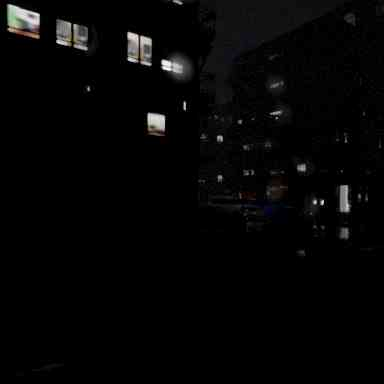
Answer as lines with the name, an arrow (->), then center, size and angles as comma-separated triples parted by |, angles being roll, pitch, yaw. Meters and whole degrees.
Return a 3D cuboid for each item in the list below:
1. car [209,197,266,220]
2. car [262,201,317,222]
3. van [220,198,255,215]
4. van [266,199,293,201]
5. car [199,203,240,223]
car -> 3.656, 1.491, 30.374 | 2.150, 2.045, 5.566 | 0, -1, -36
car -> 8.643, 1.766, 28.973 | 1.994, 1.385, 4.181 | 0, -1, -36
van -> 5.146, 1.655, 38.094 | 1.690, 1.788, 3.998 | -1, 0, -36
van -> 8.469, 1.581, 33.584 | 1.690, 1.788, 3.998 | -1, 0, -36
car -> 1.738, 1.860, 28.655 | 1.802, 1.307, 4.206 | -1, 0, -36
